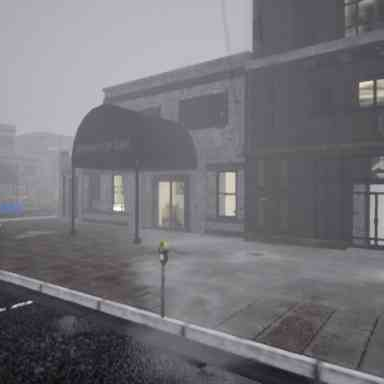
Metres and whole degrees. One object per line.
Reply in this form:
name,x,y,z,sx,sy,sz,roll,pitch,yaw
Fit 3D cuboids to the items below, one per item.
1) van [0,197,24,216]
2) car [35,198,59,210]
van,-17.346,1.371,29.866,1.690,1.788,3.998,0,0,35
car,-17.976,1.516,43.594,1.752,1.417,4.829,0,0,35
